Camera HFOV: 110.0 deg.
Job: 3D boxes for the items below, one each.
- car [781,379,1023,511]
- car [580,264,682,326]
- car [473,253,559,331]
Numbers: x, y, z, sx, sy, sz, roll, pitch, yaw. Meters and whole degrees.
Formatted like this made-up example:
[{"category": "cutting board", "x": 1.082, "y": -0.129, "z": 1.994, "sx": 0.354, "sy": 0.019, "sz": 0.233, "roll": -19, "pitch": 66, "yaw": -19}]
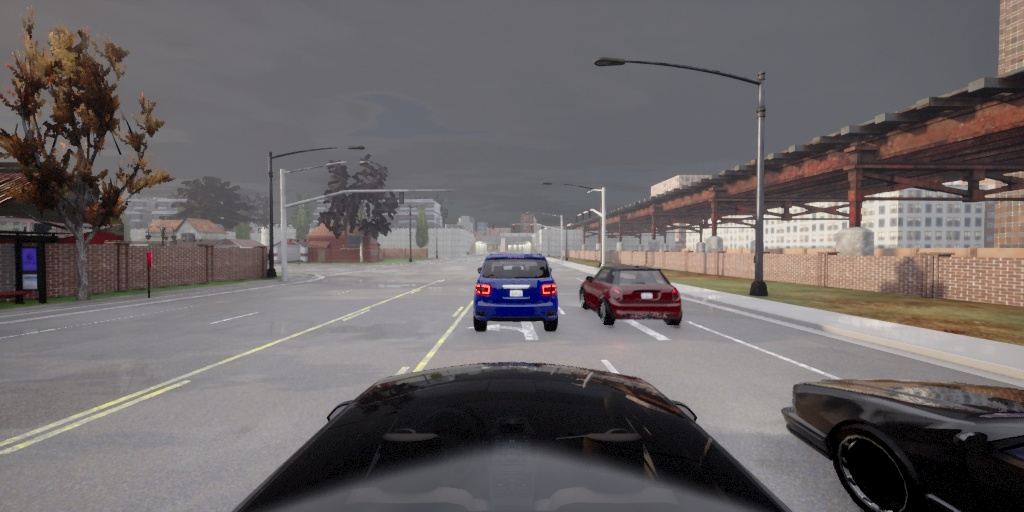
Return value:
[{"category": "car", "x": 3.611, "y": 1.298, "z": 1.074, "sx": 2.033, "sy": 1.411, "sz": 5.357, "roll": 0, "pitch": 0, "yaw": 0}, {"category": "car", "x": 3.588, "y": 1.066, "z": 11.659, "sx": 2.097, "sy": 1.767, "sz": 4.553, "roll": 0, "pitch": 0, "yaw": 0}, {"category": "car", "x": 0.089, "y": 0.940, "z": 10.992, "sx": 2.150, "sy": 2.045, "sz": 5.566, "roll": 0, "pitch": 0, "yaw": 0}]
